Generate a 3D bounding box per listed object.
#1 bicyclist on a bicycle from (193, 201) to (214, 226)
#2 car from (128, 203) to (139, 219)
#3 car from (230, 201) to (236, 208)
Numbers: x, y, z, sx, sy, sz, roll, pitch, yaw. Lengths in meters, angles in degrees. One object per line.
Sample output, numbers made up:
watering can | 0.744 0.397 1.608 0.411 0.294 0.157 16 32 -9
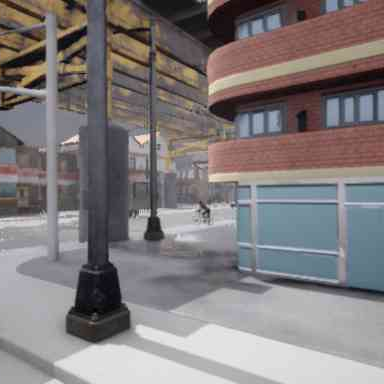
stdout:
bicyclist on a bicycle | 0.706 1.412 21.607 1.656 1.620 0.582 -1 0 35
car | -6.912 1.714 29.853 1.837 1.490 4.892 -1 0 35
car | 7.856 1.669 50.620 2.033 1.411 5.357 -1 0 36
